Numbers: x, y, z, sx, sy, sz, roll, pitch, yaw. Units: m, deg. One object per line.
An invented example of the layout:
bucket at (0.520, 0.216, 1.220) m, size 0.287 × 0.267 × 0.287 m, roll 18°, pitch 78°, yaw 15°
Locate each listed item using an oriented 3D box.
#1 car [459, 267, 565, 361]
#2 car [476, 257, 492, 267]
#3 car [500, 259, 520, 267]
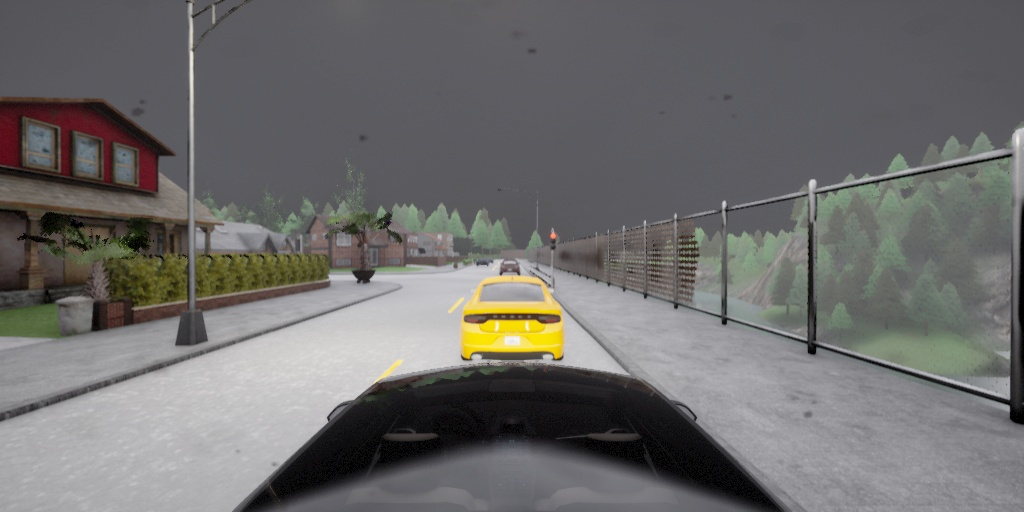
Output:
car at (0.002, 1.183, 8.194) m, size 1.882 × 1.535 × 5.008 m, roll 0°, pitch 0°, yaw 0°
car at (-4.555, 0.981, 55.575) m, size 1.895 × 1.301 × 4.718 m, roll 0°, pitch 0°, yaw 0°
car at (-0.208, 1.050, 34.566) m, size 1.812 × 1.442 × 4.674 m, roll 0°, pitch 0°, yaw -1°
